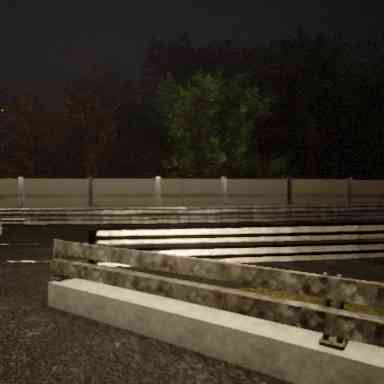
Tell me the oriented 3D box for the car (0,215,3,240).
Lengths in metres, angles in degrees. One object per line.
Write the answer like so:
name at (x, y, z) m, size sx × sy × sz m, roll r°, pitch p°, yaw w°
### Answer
car at (-9.949, 1.207, 12.179) m, size 5.566 × 2.045 × 2.150 m, roll 0°, pitch 0°, yaw 3°
